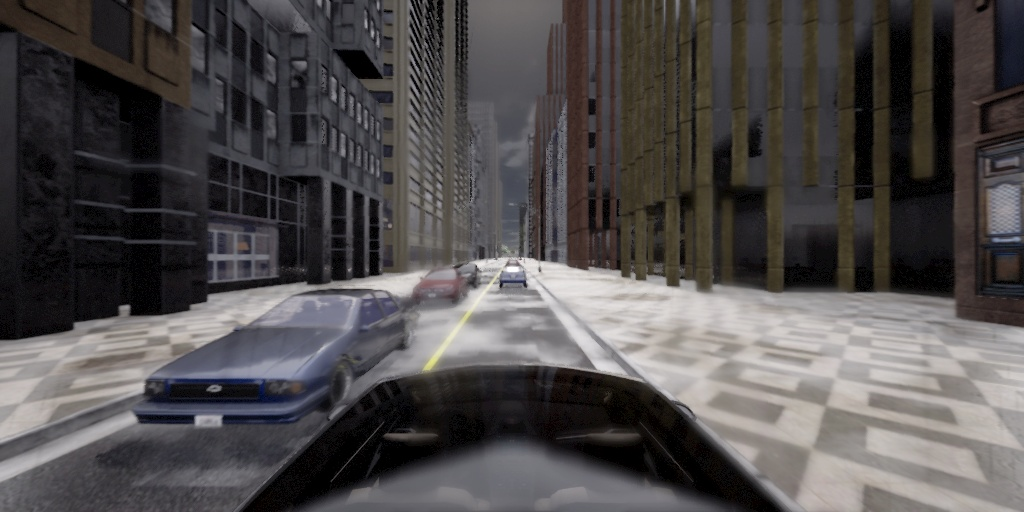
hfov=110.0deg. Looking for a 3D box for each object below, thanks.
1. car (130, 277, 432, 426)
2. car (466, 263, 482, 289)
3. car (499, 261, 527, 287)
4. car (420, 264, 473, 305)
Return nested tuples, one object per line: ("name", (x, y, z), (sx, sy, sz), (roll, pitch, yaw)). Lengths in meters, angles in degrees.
("car", (-3.096, 1.297, 6.326), (2.033, 1.411, 5.357), (0, 0, 0))
("car", (-3.001, 1.252, 23.388), (1.837, 1.490, 4.892), (0, 0, 0))
("car", (0.079, 1.294, 24.525), (2.033, 1.411, 5.357), (0, 0, 0))
("car", (-3.070, 1.274, 16.236), (1.812, 1.442, 4.674), (0, 0, 1))
